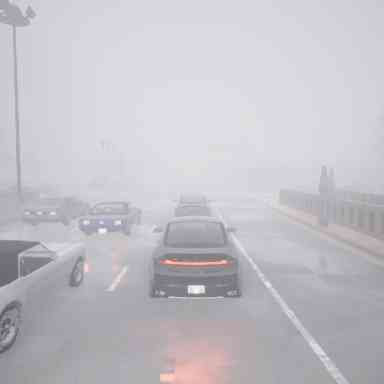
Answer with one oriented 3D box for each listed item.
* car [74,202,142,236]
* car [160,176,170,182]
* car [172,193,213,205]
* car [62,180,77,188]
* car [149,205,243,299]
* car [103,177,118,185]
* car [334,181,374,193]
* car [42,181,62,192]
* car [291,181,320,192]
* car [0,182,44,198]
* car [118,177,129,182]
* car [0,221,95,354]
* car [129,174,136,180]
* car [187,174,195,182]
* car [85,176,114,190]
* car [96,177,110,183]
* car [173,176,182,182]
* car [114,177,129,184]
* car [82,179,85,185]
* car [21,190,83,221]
[{"bbox_3d":[-3.456,1.078,15.041,1.895,1.301,4.718,0,3,0],"label":"car"},{"bbox_3d":[-7.399,-3.429,88.377,1.812,1.442,4.674,0,3,0],"label":"car"},{"bbox_3d":[0.035,0.838,17.511,1.837,1.490,4.892,0,3,-1],"label":"car"},{"bbox_3d":[-21.327,-1.420,56.500,1.895,1.301,4.718,0,3,0],"label":"car"},{"bbox_3d":[0.070,1.338,8.132,1.837,1.490,4.892,0,2,0],"label":"car"},{"bbox_3d":[-17.826,-2.477,72.719,2.128,1.511,4.902,0,3,0],"label":"car"},{"bbox_3d":[18.465,-0.473,38.771,5.008,1.535,1.882,0,3,2],"label":"car"},{"bbox_3d":[-17.772,-0.457,39.976,1.994,1.385,4.181,0,3,0],"label":"car"},{"bbox_3d":[15.022,-0.643,42.381,4.674,1.442,1.812,0,3,2],"label":"car"},{"bbox_3d":[-14.212,0.251,26.823,1.882,1.535,5.008,0,3,0],"label":"car"},{"bbox_3d":[-17.892,-3.326,86.934,1.994,1.385,4.181,0,3,0],"label":"car"},{"bbox_3d":[-3.421,1.506,5.915,1.895,1.301,4.718,0,2,0],"label":"car"},{"bbox_3d":[-14.365,-3.284,81.092,2.150,2.045,5.566,0,3,0],"label":"car"},{"bbox_3d":[-0.405,-3.503,89.674,2.128,1.511,4.902,0,3,0],"label":"car"},{"bbox_3d":[-14.319,-1.502,51.578,2.150,2.045,5.566,0,3,0],"label":"car"},{"bbox_3d":[-21.359,-2.903,79.772,2.128,1.511,4.902,0,3,0],"label":"car"},{"bbox_3d":[-3.899,-3.430,88.393,1.812,1.442,4.674,0,3,0],"label":"car"},{"bbox_3d":[-14.306,-2.099,65.686,1.882,1.535,5.008,0,4,0],"label":"car"},{"bbox_3d":[-17.827,-1.793,60.846,2.128,1.511,4.902,0,4,0],"label":"car"},{"bbox_3d":[-6.968,0.868,17.674,2.033,1.411,5.357,0,3,0],"label":"car"}]
